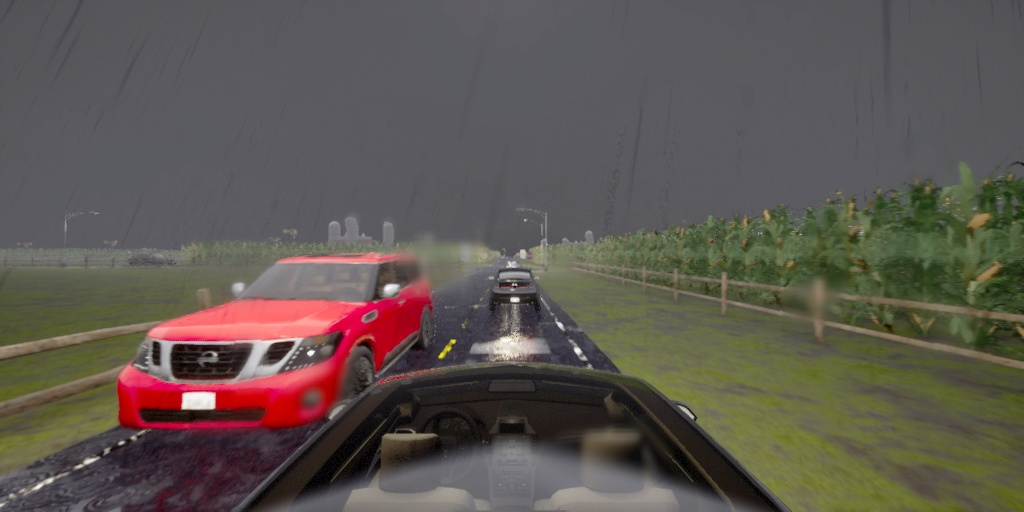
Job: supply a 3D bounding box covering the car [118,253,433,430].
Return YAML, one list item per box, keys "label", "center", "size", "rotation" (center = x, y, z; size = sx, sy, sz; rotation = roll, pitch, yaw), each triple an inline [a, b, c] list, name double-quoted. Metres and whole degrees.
- label: "car"
  center: [-2.849, 0.961, 6.025]
  size: [2.150, 2.045, 5.566]
  rotation: [0, 0, 0]

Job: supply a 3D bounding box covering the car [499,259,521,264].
- label: "car"
  center: [0.105, 1.219, 31.604]
  size: [2.033, 1.411, 5.357]
  rotation: [0, 0, 0]

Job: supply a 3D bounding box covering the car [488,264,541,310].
- label: "car"
  center: [0.101, 1.223, 14.466]
  size: [1.837, 1.490, 4.892]
  rotation: [0, 0, 0]
